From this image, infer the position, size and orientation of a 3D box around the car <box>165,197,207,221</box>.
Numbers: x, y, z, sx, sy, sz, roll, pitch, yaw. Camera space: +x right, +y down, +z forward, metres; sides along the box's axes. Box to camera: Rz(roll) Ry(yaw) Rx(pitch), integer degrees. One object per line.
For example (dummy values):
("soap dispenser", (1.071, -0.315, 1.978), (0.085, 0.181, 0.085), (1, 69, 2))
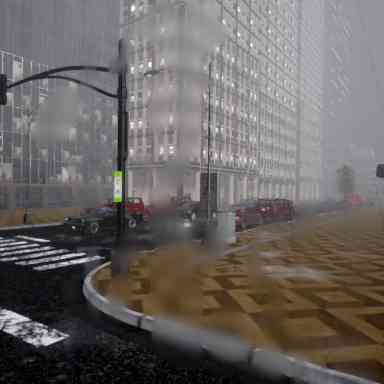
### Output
("car", (0.310, 1.485, 27.447), (1.882, 1.535, 5.008), (1, 1, 35))

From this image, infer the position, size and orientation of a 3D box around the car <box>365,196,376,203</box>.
("car", (39.505, 1.598, 73.504), (1.967, 1.590, 4.097), (1, 1, 35))

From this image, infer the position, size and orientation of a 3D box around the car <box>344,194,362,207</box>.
("car", (25.422, 1.366, 52.858), (2.150, 2.045, 5.566), (1, 1, 35))

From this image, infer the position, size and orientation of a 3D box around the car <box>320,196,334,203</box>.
("car", (29.867, 1.617, 73.524), (1.802, 1.307, 4.206), (1, 1, 35))

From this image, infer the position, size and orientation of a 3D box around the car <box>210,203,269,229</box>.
("car", (3.256, 1.668, 22.015), (1.802, 1.307, 4.206), (1, 0, 35))

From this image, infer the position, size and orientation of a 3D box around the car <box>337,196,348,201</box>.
("car", (39.460, 1.624, 87.091), (1.947, 1.339, 4.313), (1, 1, 35))

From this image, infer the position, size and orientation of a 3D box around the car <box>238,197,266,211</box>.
("car", (7.692, 1.431, 42.270), (1.967, 1.590, 4.097), (1, 0, 35))

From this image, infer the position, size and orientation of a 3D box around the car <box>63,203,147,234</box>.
("car", (-5.132, 1.595, 19.724), (1.895, 1.301, 4.718), (1, 1, 35))

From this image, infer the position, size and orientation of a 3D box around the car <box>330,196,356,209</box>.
("car", (21.394, 1.656, 47.096), (1.812, 1.442, 4.674), (1, 1, 35))

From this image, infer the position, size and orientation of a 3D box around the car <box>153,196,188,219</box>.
("car", (-1.810, 1.283, 28.941), (2.192, 1.841, 5.009), (1, 0, 35))

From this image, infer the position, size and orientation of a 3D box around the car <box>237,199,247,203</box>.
("car", (6.306, 1.623, 30.821), (1.994, 1.385, 4.181), (1, 1, 35))

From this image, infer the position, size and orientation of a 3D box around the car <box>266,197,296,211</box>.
("car", (11.719, 1.525, 43.502), (2.128, 1.511, 4.902), (1, 1, 36))

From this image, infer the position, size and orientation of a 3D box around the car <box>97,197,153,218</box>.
("car", (-5.465, 1.275, 23.772), (2.192, 1.841, 5.009), (1, 0, 35))

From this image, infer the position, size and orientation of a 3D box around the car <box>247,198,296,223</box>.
("car", (6.745, 1.409, 26.944), (2.192, 1.841, 5.009), (1, 0, 35))

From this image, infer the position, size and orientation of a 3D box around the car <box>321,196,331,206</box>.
("car", (23.102, 1.657, 54.577), (1.994, 1.385, 4.181), (1, 0, 35))

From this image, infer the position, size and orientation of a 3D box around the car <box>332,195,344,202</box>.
("car", (36.175, 1.571, 82.444), (1.752, 1.417, 4.829), (1, 1, 35))
